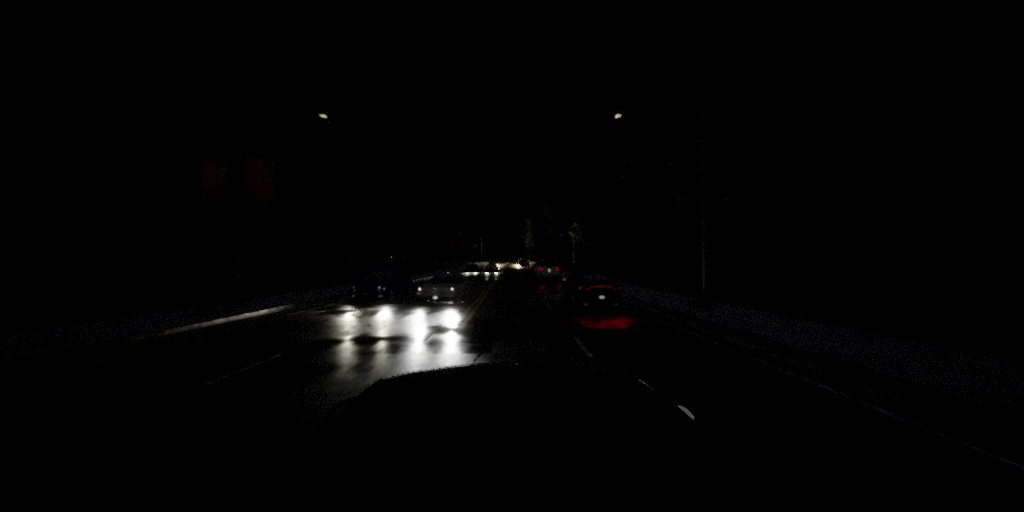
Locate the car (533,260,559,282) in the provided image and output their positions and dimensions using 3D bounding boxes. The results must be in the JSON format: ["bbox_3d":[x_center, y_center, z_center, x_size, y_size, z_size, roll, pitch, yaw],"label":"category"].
[{"bbox_3d":[3.347,1.383,34.814,2.150,2.045,5.566,0,-1,0],"label":"car"}]

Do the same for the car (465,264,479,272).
[{"bbox_3d":[-6.553,1.954,59.730,1.994,1.385,4.181,0,0,1],"label":"car"}]

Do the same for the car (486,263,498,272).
[{"bbox_3d":[-3.306,1.915,59.288,1.812,1.442,4.674,0,0,1],"label":"car"}]

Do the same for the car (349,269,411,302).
[{"bbox_3d":[-6.603,1.443,18.587,1.882,1.535,5.008,0,-1,0],"label":"car"}]

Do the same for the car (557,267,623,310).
[{"bbox_3d":[3.348,1.409,15.807,1.882,1.535,5.008,0,-1,0],"label":"car"}]

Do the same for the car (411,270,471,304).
[{"bbox_3d":[-3.352,1.559,17.950,1.895,1.301,4.718,0,-1,0],"label":"car"}]
